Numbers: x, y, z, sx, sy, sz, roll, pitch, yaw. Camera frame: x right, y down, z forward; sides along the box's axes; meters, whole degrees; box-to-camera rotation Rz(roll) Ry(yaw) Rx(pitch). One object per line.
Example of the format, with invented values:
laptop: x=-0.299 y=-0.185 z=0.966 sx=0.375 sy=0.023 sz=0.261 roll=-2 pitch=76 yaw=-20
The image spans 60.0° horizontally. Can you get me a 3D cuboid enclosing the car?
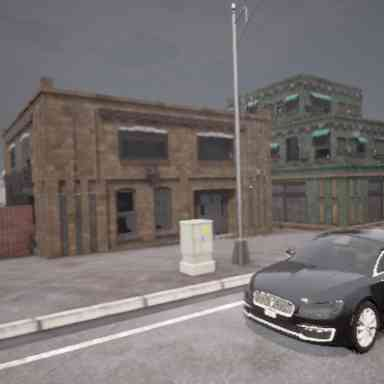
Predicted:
car: x=3.105 y=1.495 z=6.208 sx=4.892 sy=1.490 sz=1.837 roll=0 pitch=0 yaw=-35
